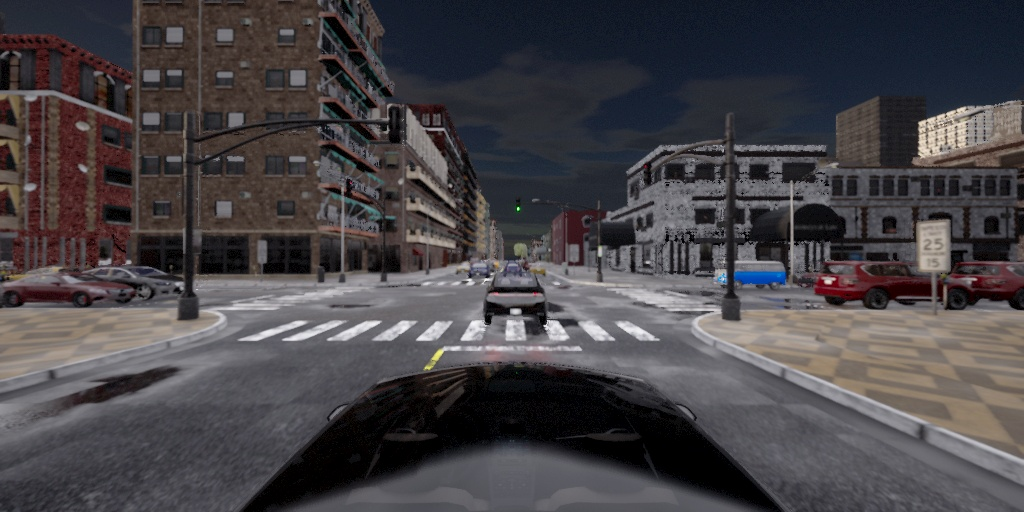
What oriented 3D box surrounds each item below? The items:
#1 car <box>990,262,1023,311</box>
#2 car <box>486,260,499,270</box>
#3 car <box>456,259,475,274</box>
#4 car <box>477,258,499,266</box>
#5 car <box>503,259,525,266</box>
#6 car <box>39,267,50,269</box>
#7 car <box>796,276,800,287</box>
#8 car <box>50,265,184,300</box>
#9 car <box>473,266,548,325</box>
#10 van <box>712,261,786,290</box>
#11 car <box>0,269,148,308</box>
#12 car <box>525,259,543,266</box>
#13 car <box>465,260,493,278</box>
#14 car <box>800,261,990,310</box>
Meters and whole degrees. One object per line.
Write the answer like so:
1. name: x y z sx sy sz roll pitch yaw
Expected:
1. car: 20.442 1.142 14.235 5.009 1.841 2.192 0 0 0
2. car: -3.069 1.375 57.185 1.882 1.535 5.008 0 0 0
3. car: -5.694 1.381 43.489 1.751 1.417 4.829 0 0 0
4. car: -3.086 1.351 44.750 2.128 1.511 4.902 0 0 0
5. car: 0.083 1.365 37.830 1.812 1.442 4.674 0 0 0
6. car: -28.986 1.279 22.492 4.829 1.417 1.751 0 0 0
7. car: 20.419 1.322 22.614 4.097 1.591 1.967 0 0 0
8. car: -17.686 1.226 16.733 4.902 1.511 2.128 0 0 2
9. car: 0.100 1.250 11.900 2.128 1.511 4.902 0 0 0
10. van: 14.895 1.205 22.601 3.998 1.789 1.690 0 0 0
11. car: -17.468 1.300 14.141 4.207 1.307 1.802 0 0 0
12. car: 2.687 1.365 38.291 1.751 1.417 4.829 0 0 0
13. car: -3.091 1.356 34.779 1.812 1.442 4.674 0 0 0
14. car: 14.918 1.124 14.221 5.009 1.841 2.192 0 0 0
